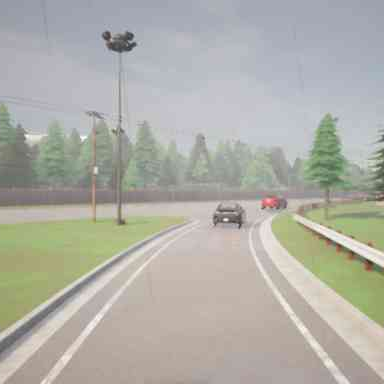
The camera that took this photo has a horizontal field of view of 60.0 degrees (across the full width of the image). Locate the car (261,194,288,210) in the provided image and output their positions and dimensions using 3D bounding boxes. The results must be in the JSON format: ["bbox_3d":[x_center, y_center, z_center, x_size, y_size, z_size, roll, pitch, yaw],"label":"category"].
[{"bbox_3d":[10.652,1.228,42.792,2.150,2.045,5.566,0,0,30],"label":"car"}]

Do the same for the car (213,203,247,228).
[{"bbox_3d":[2.619,1.486,22.531,2.128,1.511,4.902,0,0,13],"label":"car"}]
